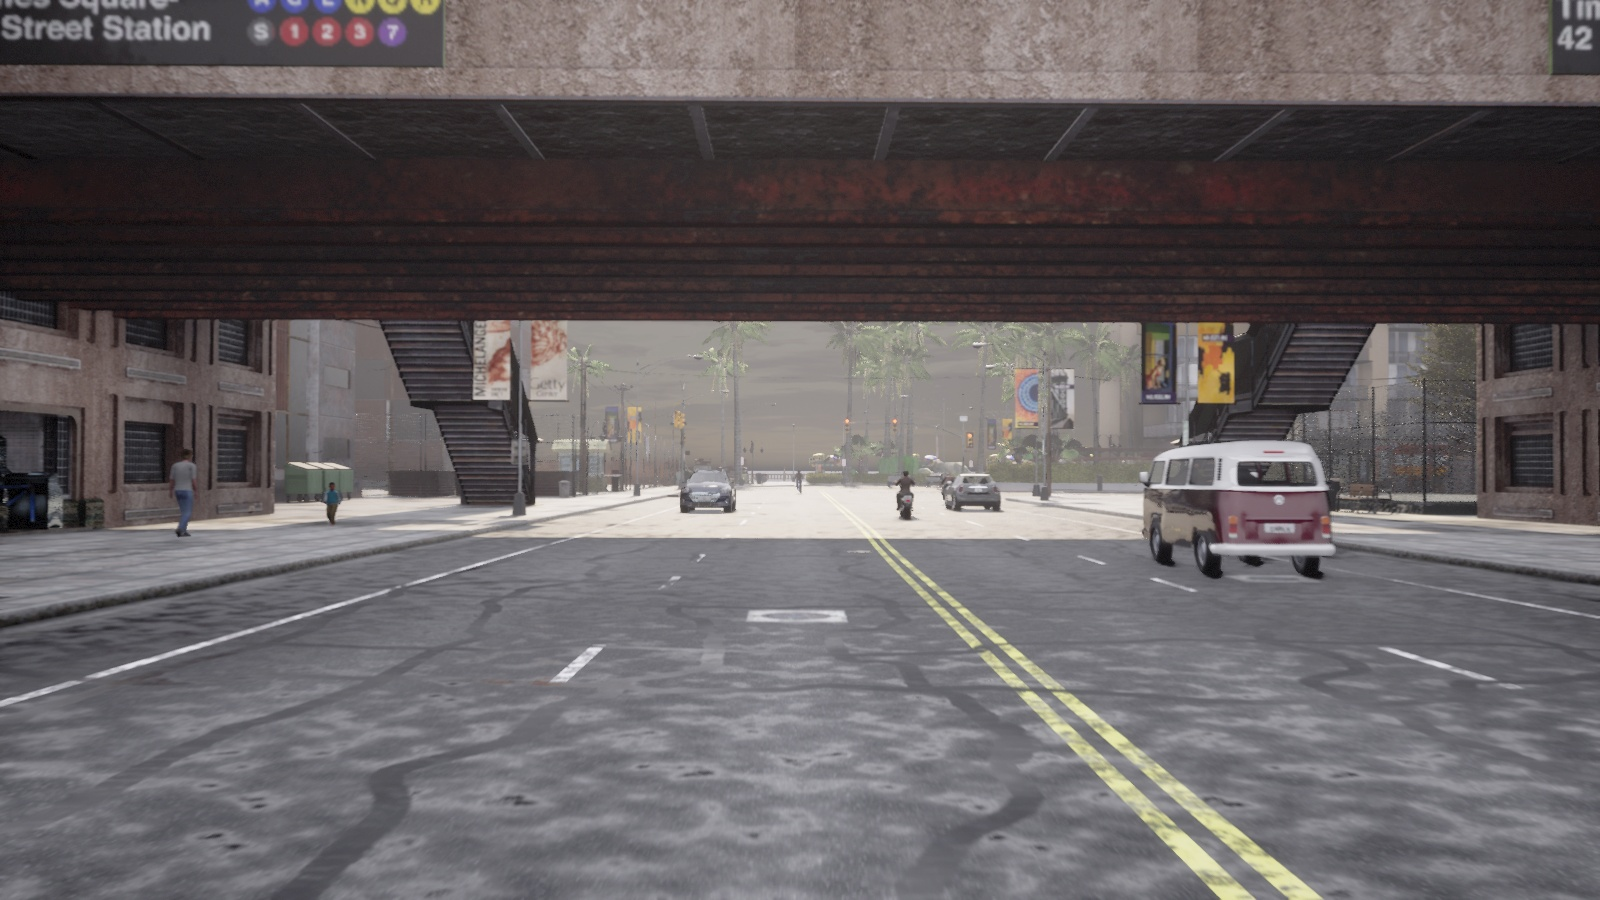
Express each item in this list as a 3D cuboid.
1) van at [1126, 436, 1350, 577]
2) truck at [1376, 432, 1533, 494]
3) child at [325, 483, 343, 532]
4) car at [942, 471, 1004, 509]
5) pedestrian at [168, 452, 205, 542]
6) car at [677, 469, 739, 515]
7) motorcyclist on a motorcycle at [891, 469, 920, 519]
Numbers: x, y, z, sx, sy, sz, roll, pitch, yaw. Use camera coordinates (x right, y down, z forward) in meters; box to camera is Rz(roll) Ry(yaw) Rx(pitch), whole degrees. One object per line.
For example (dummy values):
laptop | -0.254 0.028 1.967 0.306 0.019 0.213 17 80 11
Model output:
van | 6.955 0.854 20.515 2.069 2.038 4.480 0 -1 0
truck | 41.534 0.820 79.847 8.468 3.827 2.891 0 -1 -1
child | -11.574 1.420 31.191 0.343 1.192 0.448 0 -1 -8
car | 7.026 1.612 51.376 1.970 1.475 3.806 0 -1 0
pedestrian | -12.652 0.956 25.908 0.354 1.836 0.706 0 -1 6
car | -3.468 1.563 48.076 2.033 1.649 4.856 0 -1 0
motorcyclist on a motorcycle | 3.543 1.460 42.380 0.766 1.649 2.350 0 -1 0
